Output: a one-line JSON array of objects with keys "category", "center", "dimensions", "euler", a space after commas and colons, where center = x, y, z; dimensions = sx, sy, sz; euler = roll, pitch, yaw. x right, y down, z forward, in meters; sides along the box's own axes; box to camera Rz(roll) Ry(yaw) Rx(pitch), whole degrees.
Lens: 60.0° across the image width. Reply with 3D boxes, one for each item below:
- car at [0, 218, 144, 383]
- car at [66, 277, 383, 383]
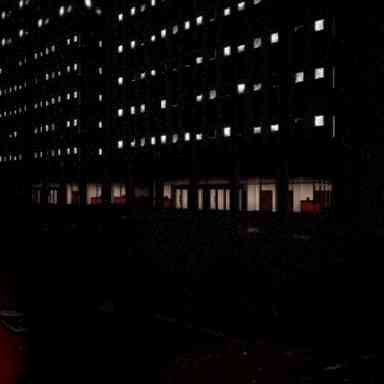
[{"category": "car", "center": [-2.883, 1.315, 4.928], "dimensions": [5.009, 1.841, 2.192], "euler": [0, 0, 35]}, {"category": "car", "center": [1.565, 1.525, 1.755], "dimensions": [4.829, 1.417, 1.752], "euler": [0, 0, 36]}]
